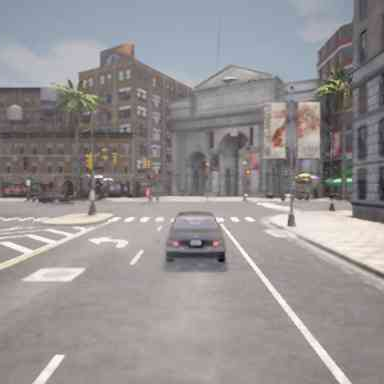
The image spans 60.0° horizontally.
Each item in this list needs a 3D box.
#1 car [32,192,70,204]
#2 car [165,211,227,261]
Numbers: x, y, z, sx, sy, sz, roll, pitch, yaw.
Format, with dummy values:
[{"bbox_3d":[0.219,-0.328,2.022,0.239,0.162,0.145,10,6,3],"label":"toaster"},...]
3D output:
[{"bbox_3d":[-18.481,0.798,43.520,4.892,1.490,1.837,0,-1,11],"label":"car"},{"bbox_3d":[0.104,1.360,11.399,2.033,1.411,5.357,0,1,0],"label":"car"}]
